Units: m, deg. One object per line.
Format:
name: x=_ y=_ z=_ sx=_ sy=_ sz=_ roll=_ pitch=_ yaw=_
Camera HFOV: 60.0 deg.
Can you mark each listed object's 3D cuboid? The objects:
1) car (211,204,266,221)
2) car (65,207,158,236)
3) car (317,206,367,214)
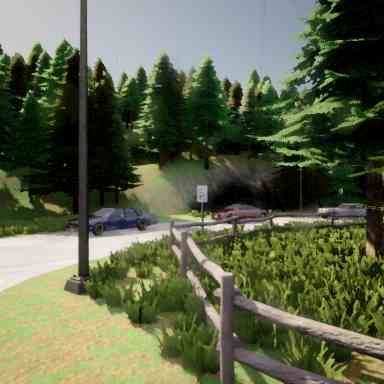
car: x=3.550 y=1.591 z=25.152 sx=4.181 sy=1.385 sz=1.994 roll=0 pitch=0 yaw=-26
car: x=-4.400 y=1.574 z=19.122 sx=2.033 sy=1.411 sz=5.357 roll=0 pitch=0 yaw=41
car: x=13.073 y=1.628 z=28.034 sx=4.718 sy=1.301 sz=1.895 roll=0 pitch=0 yaw=-6
